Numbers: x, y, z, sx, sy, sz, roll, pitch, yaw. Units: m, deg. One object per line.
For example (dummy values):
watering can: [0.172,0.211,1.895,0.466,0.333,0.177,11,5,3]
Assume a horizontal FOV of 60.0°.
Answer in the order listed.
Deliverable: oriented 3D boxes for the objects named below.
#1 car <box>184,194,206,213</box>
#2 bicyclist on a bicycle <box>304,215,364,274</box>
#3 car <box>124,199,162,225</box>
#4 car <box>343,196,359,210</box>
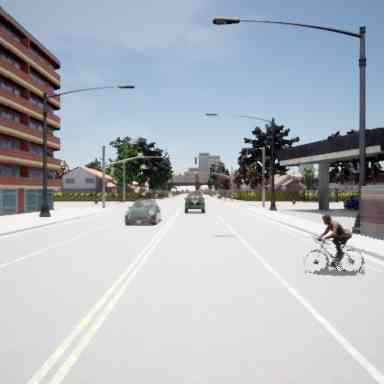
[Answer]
car: [0.311,1.218,36.541,2.150,2.045,5.566,0,0,0]
bicyclist on a bicycle: [3.857,1.443,9.076,1.656,1.620,0.582,-1,0,0]
car: [-3.401,1.349,23.711,2.097,1.767,4.553,0,0,1]
car: [20.501,1.291,39.459,4.611,1.667,2.242,0,0,2]
